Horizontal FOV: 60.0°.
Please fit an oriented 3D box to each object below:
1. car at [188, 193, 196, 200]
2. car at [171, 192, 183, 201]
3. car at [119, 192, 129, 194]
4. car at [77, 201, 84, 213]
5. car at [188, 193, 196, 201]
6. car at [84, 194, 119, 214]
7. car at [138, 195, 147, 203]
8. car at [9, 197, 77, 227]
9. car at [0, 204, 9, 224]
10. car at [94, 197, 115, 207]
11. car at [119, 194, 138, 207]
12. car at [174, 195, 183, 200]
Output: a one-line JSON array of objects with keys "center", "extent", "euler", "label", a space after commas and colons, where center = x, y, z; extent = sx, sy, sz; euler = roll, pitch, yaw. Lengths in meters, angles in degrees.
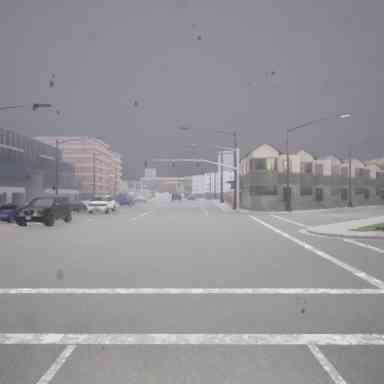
[{"center": [-0.081, 1.138, 87.785], "extent": [2.097, 1.767, 4.553], "euler": [0, -2, 0], "label": "car"}, {"center": [-3.570, 1.050, 77.111], "extent": [2.150, 2.045, 5.566], "euler": [0, 0, 0], "label": "car"}, {"center": [-14.062, 1.081, 68.027], "extent": [2.150, 2.045, 5.566], "euler": [0, 1, 0], "label": "car"}, {"center": [-14.136, 1.784, 40.098], "extent": [1.994, 1.385, 4.181], "euler": [0, 0, 0], "label": "car"}, {"center": [-0.071, 1.420, 77.825], "extent": [1.895, 1.301, 4.718], "euler": [0, -1, 0], "label": "car"}, {"center": [-10.655, 1.431, 39.634], "extent": [2.150, 2.045, 5.566], "euler": [0, 1, 0], "label": "car"}, {"center": [-10.563, 1.381, 68.577], "extent": [1.812, 1.442, 4.674], "euler": [0, 1, 0], "label": "car"}, {"center": [-10.622, 1.365, 24.329], "extent": [2.150, 2.045, 5.566], "euler": [0, 0, 0], "label": "car"}, {"center": [-14.122, 1.681, 26.046], "extent": [1.812, 1.442, 4.674], "euler": [0, 0, 0], "label": "car"}, {"center": [-14.134, 1.645, 54.133], "extent": [2.033, 1.411, 5.357], "euler": [0, 1, 0], "label": "car"}, {"center": [-10.639, 1.574, 54.299], "extent": [1.882, 1.535, 5.008], "euler": [0, 1, 0], "label": "car"}, {"center": [-3.581, 1.478, 87.804], "extent": [2.128, 1.511, 4.902], "euler": [0, -2, 0], "label": "car"}]
